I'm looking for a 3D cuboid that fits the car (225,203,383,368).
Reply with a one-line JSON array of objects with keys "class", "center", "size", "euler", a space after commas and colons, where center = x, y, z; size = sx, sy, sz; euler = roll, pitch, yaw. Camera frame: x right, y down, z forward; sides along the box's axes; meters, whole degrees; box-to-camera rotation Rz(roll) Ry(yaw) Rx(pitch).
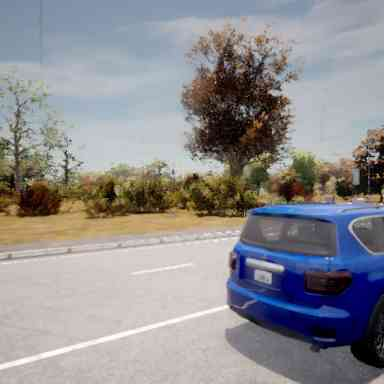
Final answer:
[{"class": "car", "center": [3.126, 1.221, 5.986], "size": [5.566, 2.045, 2.150], "euler": [0, 0, -36]}]
